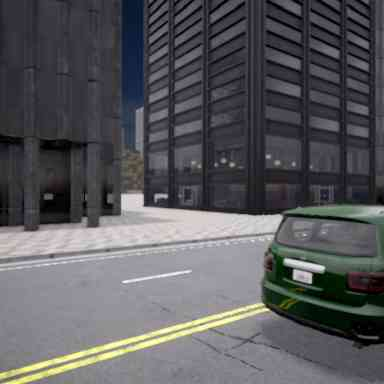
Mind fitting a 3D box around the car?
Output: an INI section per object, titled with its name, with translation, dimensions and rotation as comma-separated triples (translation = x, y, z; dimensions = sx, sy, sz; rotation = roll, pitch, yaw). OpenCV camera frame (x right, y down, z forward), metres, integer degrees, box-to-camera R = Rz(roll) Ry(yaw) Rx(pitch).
[car]
translation = 3.713, 1.247, 6.113
dimensions = 5.566, 2.045, 2.150
rotation = 0, 0, -35
